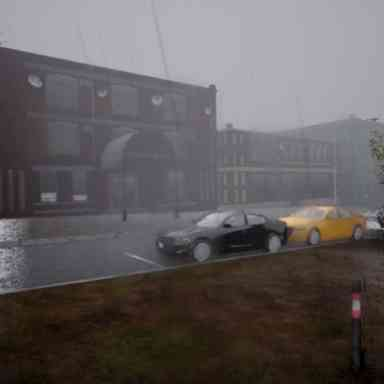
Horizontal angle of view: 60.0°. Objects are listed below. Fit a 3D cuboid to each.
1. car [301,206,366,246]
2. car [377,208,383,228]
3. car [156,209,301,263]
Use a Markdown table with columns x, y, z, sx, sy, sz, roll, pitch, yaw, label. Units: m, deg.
| x | y | z | sx | sy | sz | roll | pitch | yaw | label |
| --- | --- | --- | --- | --- | --- | --- | --- | --- | --- |
| 5.667 | 1.391 | 14.730 | 5.008 | 1.535 | 2.097 | 1 | 0 | -33 | car |
| 13.702 | 1.231 | 20.489 | 5.566 | 2.045 | 2.435 | 0 | 0 | -35 | car |
| 1.159 | 1.371 | 11.496 | 5.008 | 1.535 | 2.097 | 0 | 0 | -33 | car |
